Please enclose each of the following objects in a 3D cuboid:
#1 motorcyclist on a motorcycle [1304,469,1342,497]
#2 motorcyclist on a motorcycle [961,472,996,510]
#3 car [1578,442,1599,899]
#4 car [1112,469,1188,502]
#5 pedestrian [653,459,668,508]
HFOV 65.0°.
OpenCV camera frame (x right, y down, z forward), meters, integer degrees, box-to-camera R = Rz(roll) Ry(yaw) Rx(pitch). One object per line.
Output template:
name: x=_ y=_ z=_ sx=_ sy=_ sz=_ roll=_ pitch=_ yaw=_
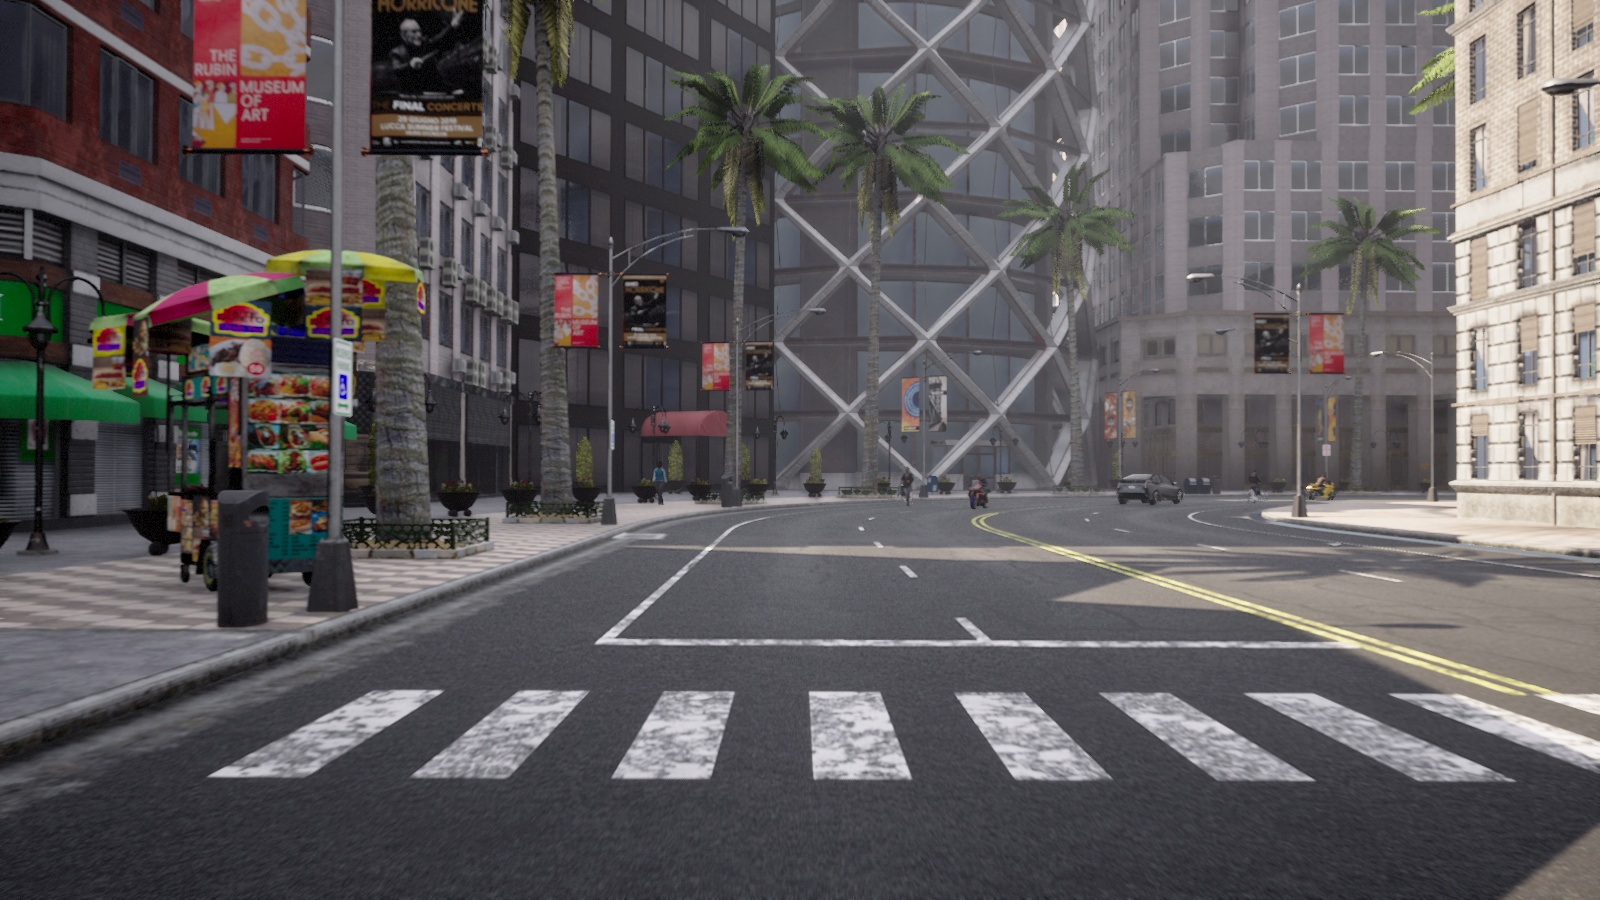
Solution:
motorcyclist on a motorcycle: x=29.454 y=1.863 z=70.717 sx=2.044 sy=1.523 sz=0.797 roll=0 pitch=-1 yaw=-24
motorcyclist on a motorcycle: x=7.473 y=1.699 z=52.512 sx=0.866 sy=1.530 sz=2.191 roll=0 pitch=-1 yaw=25
car: x=3.496 y=0.757 z=1.549 sx=2.033 sy=1.649 sz=4.856 roll=0 pitch=-1 yaw=0
car: x=17.198 y=1.723 z=61.576 sx=2.007 sy=1.525 sz=4.514 roll=-1 pitch=-1 yaw=38
pedestrian: x=-5.604 y=1.340 z=50.539 sx=0.396 sy=1.930 sz=0.692 roll=0 pitch=-1 yaw=10
